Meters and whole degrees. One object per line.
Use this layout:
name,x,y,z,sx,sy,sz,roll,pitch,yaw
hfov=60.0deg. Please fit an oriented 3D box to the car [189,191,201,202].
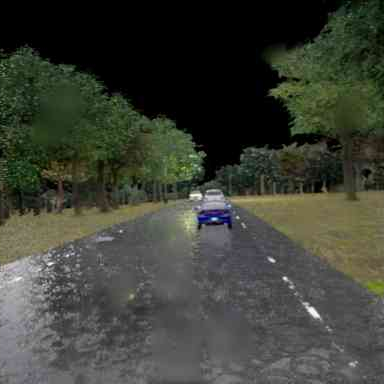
car,0.768,0.891,65.296,2.150,2.045,5.566,-2,0,4

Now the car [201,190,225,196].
car,2.513,0.809,37.709,2.150,2.045,5.566,-2,0,4

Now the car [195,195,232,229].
car,1.330,1.224,19.790,1.882,1.535,5.008,-2,1,4
